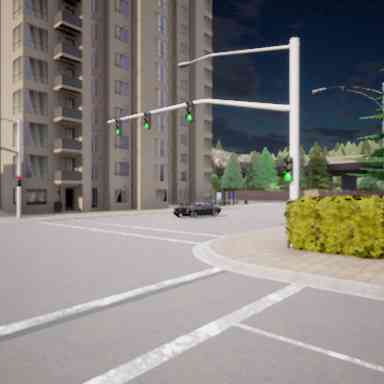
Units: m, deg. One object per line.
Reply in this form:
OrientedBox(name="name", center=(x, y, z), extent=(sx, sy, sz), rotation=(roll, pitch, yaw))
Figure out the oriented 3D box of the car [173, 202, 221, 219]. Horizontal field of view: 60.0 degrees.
OrientedBox(name="car", center=(0.492, 1.599, 29.248), extent=(1.895, 1.301, 4.718), rotation=(0, 0, 41))
